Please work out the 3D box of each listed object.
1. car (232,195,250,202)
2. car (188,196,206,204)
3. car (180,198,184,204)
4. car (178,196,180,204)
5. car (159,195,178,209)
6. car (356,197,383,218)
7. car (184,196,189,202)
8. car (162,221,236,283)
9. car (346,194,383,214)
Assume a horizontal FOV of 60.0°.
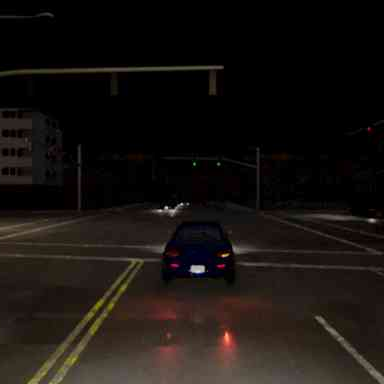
[{"bbox_3d":[12.837,1.716,86.785,4.553,1.767,2.097,0,0,-24],"label":"car"},{"bbox_3d":[1.659,1.838,75.221,2.128,1.511,4.902,0,0,23],"label":"car"},{"bbox_3d":[-3.434,1.639,68.609,2.097,1.767,4.553,0,0,2],"label":"car"},{"bbox_3d":[-3.546,1.770,58.731,1.812,1.442,4.674,0,0,1],"label":"car"},{"bbox_3d":[-3.570,1.426,49.095,2.150,2.045,5.566,0,0,0],"label":"car"},{"bbox_3d":[17.552,1.463,29.170,5.008,1.535,1.882,-1,0,1],"label":"car"},{"bbox_3d":[-0.713,1.681,78.417,2.097,1.767,4.553,0,0,27],"label":"car"},{"bbox_3d":[0.224,1.567,9.716,1.812,1.442,4.674,0,0,2],"label":"car"},{"bbox_3d":[18.141,1.218,32.668,5.566,2.045,2.150,-1,0,0],"label":"car"}]
